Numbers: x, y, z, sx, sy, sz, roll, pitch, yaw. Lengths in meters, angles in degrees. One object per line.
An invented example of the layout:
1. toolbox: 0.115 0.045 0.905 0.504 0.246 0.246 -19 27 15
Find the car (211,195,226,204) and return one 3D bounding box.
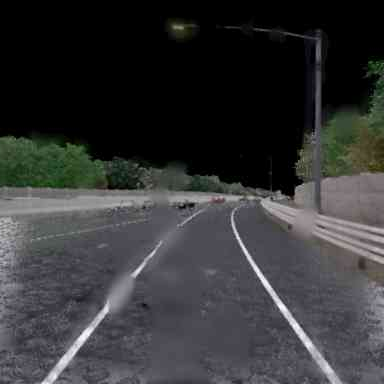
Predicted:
1. car: 5.478 1.467 67.607 2.097 1.767 4.553 0 -1 19

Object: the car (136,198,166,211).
1. car: -4.263 1.424 40.094 2.128 1.511 4.902 -1 0 19

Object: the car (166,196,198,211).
1. car: -0.952 1.459 38.948 1.895 1.301 4.718 0 0 19

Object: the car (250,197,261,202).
1. car: 18.460 1.980 93.827 2.033 1.411 5.357 0 -1 19

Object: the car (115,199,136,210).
1. car: -7.542 1.564 41.282 1.895 1.301 4.718 0 0 19

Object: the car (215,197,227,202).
1. car: 7.203 1.888 82.986 1.895 1.301 4.718 0 -1 19
